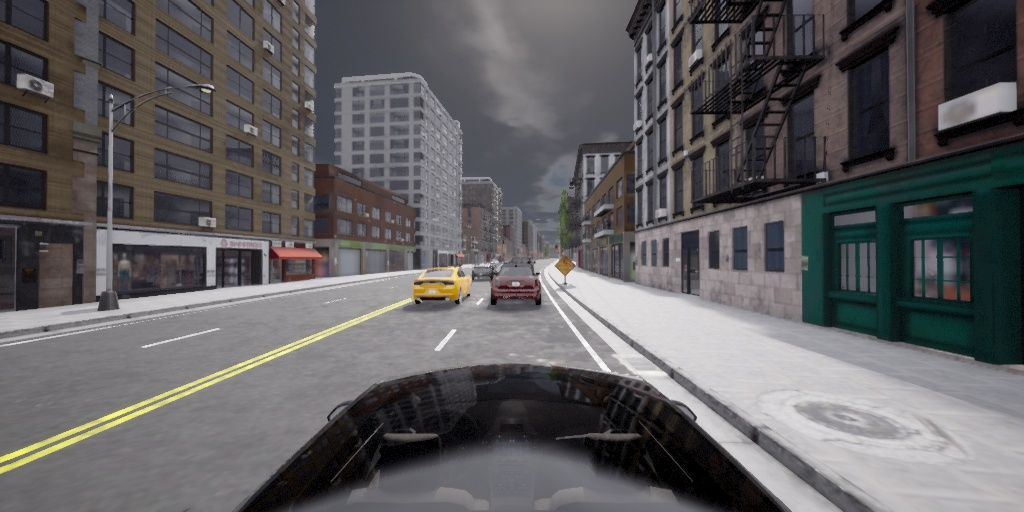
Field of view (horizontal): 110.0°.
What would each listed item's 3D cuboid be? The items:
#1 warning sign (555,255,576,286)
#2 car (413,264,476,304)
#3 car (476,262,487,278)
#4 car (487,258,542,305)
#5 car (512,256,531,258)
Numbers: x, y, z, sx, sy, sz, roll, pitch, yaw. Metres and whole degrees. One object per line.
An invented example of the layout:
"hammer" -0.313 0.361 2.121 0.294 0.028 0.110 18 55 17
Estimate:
"warning sign" 3.278 0.883 22.040 1.300 1.860 1.060 0 0 2
"car" -3.027 1.247 16.411 1.882 1.535 5.008 0 0 2
"car" -2.356 1.287 31.348 2.128 1.511 4.902 0 0 3
"car" 0.221 1.127 16.284 2.097 1.767 4.553 0 0 2
"car" 0.890 1.048 31.184 2.150 2.045 5.566 0 0 3
